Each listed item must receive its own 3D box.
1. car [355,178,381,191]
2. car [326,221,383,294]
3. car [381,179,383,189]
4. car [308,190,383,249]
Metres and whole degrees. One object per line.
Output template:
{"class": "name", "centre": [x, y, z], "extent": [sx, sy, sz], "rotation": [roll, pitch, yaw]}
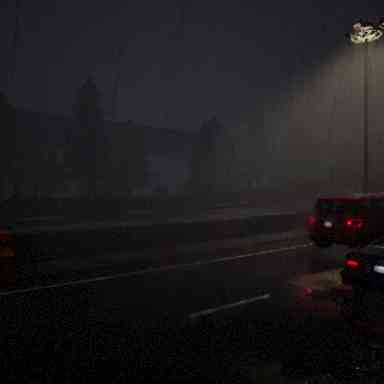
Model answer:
{"class": "car", "centre": [22.288, -0.937, 41.628], "extent": [4.902, 1.511, 2.128], "rotation": [-8, 5, -35]}
{"class": "car", "centre": [5.721, 1.526, 7.911], "extent": [5.357, 1.411, 2.033], "rotation": [-1, 0, -35]}
{"class": "car", "centre": [24.394, -0.873, 38.832], "extent": [4.181, 1.385, 1.994], "rotation": [-8, 5, -35]}
{"class": "car", "centre": [6.877, 1.130, 13.036], "extent": [5.566, 2.045, 2.150], "rotation": [-2, 1, -36]}
